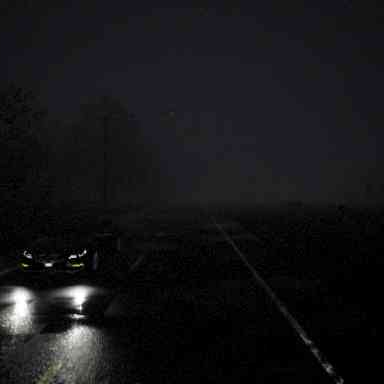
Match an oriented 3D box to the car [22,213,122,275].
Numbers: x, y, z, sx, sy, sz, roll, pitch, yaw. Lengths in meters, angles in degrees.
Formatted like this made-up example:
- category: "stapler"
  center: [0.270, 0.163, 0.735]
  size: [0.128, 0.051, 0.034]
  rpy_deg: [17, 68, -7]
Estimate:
- category: "car"
  center: [-3.540, 1.505, 10.659]
  size: [1.837, 1.490, 4.892]
  rpy_deg: [0, 1, 0]
